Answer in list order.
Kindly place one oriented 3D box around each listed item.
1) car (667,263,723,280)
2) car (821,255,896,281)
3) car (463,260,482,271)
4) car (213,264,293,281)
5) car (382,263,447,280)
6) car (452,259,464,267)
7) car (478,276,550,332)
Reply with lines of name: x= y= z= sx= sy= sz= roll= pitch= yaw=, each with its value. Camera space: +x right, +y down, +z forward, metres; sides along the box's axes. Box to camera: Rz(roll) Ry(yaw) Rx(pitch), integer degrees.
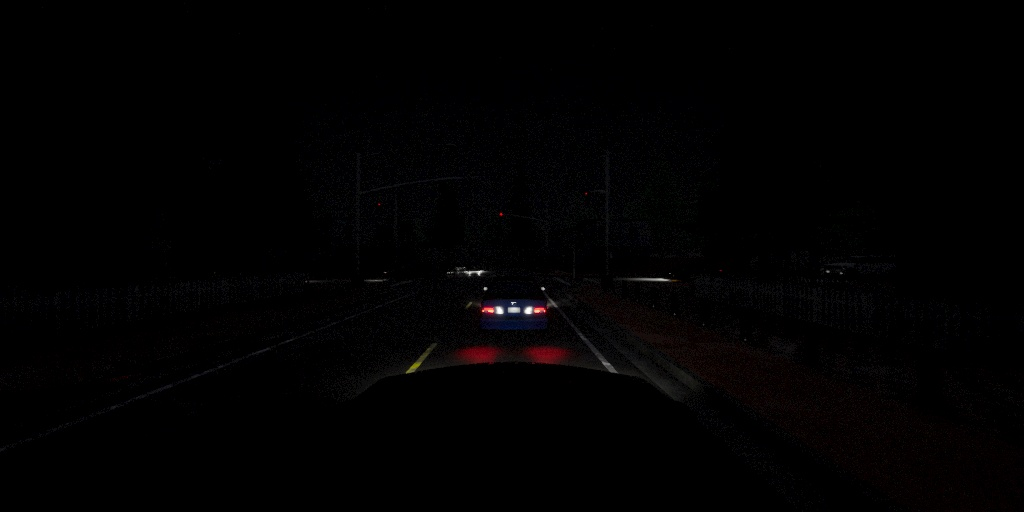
car: x=15.324 y=1.299 z=30.211 sx=4.181 sy=1.385 sz=1.994 roll=0 pitch=0 yaw=2
car: x=29.077 y=0.957 z=29.802 sx=5.566 sy=2.045 sz=2.150 roll=0 pitch=0 yaw=1
car: x=-5.088 y=1.280 z=47.879 sx=1.994 sy=1.385 sz=4.181 roll=0 pitch=0 yaw=-9
car: x=-19.834 y=1.282 z=27.549 sx=5.357 sy=1.411 sz=2.033 roll=0 pitch=0 yaw=2
car: x=-8.421 y=1.279 z=31.114 sx=5.357 sy=1.411 sz=2.033 roll=0 pitch=0 yaw=-26
car: x=-9.297 y=1.222 z=63.535 sx=1.837 sy=1.490 sz=4.892 roll=0 pitch=0 yaw=-23
car: x=0.065 y=1.297 z=10.800 sx=2.033 sy=1.411 sz=5.357 roll=0 pitch=0 yaw=0
